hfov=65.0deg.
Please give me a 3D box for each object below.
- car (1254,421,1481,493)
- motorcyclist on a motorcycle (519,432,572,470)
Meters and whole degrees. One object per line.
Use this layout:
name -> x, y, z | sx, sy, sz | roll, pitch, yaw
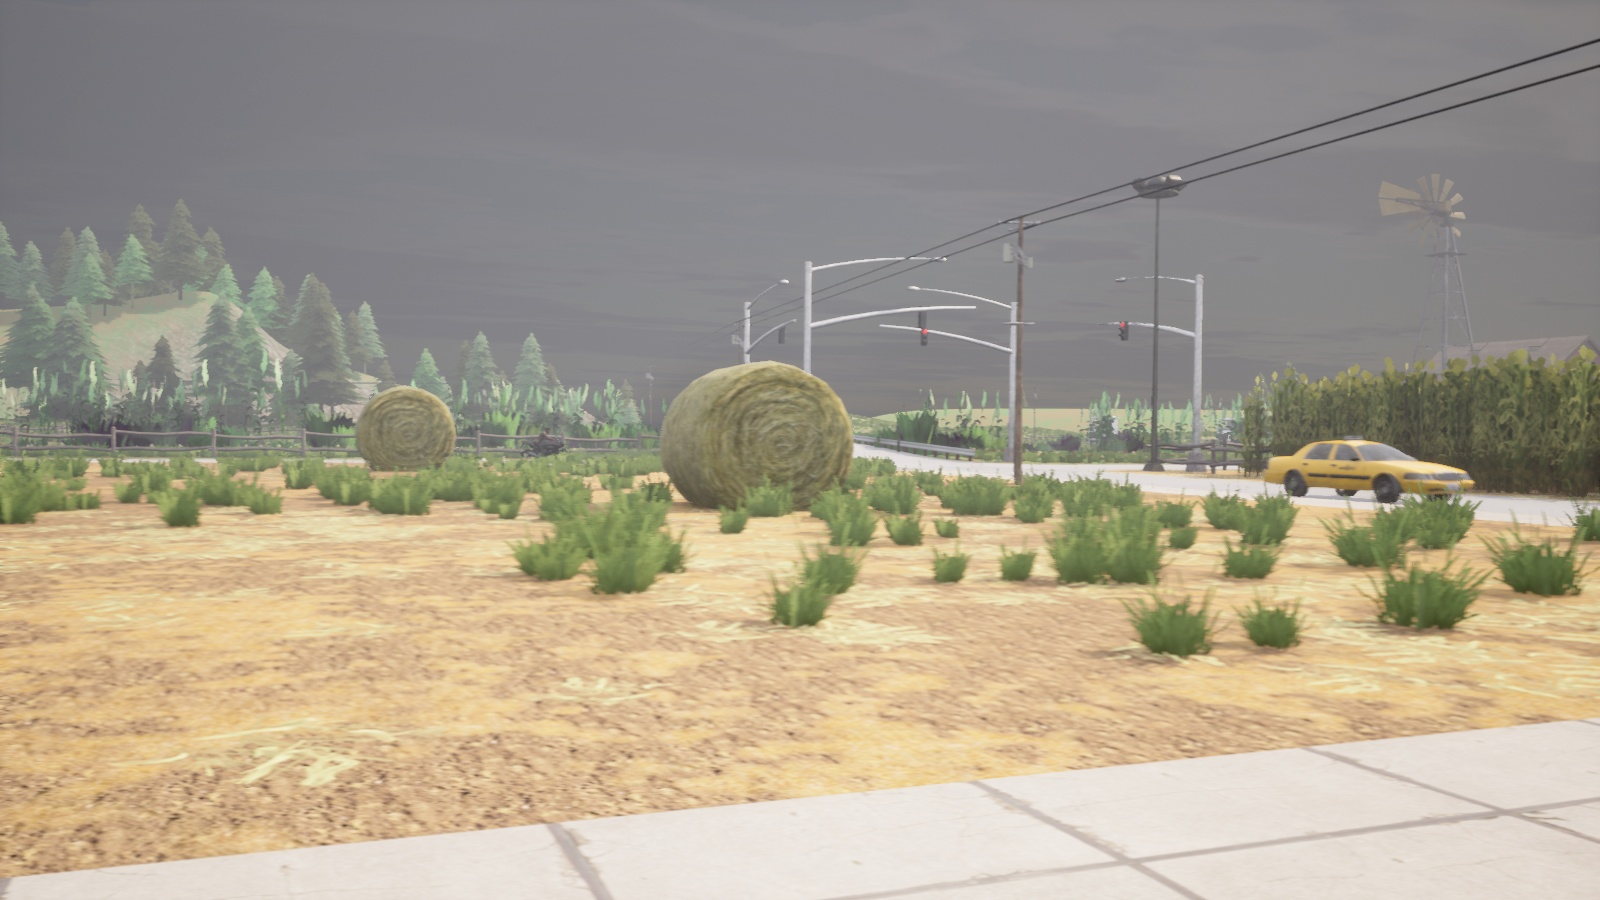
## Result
car -> 13.607, 0.120, 30.557 | 1.801, 1.575, 5.366 | -1, 1, -20
motorcyclist on a motorcycle -> -10.557, 0.039, 52.116 | 2.044, 1.523, 0.797 | -2, 1, -17
